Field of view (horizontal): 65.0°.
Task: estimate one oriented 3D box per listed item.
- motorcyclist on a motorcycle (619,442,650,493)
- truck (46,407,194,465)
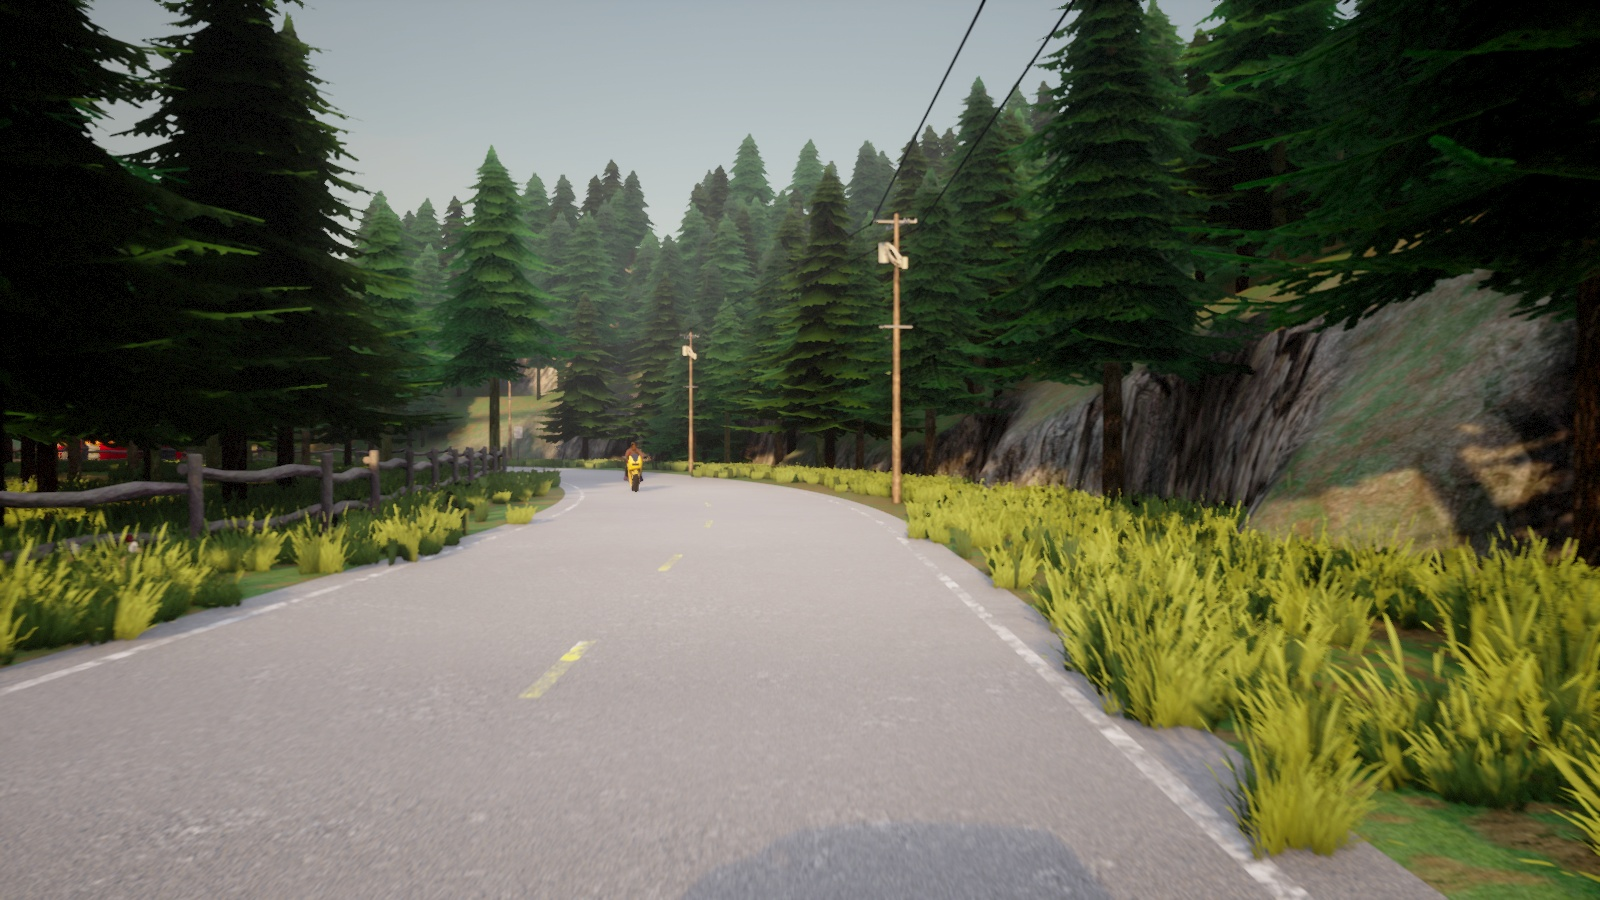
[{"bbox_3d":[-5.042,0.509,38.196,0.797,1.523,2.044,0,0,-11],"label":"motorcyclist on a motorcycle"},{"bbox_3d":[-46.075,-0.937,85.383,8.468,3.827,2.891,0,0,-17],"label":"truck"}]
